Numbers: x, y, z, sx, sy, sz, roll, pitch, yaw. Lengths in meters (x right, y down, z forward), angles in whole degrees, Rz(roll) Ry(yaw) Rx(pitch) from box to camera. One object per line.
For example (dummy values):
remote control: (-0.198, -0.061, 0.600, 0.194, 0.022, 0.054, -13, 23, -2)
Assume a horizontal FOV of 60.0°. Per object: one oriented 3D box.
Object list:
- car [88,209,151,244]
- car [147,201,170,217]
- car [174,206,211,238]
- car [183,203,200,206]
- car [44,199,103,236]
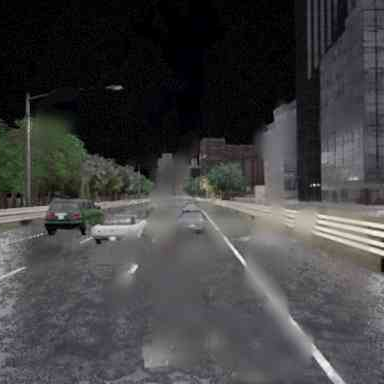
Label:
car: (-3.462, 1.771, 16.735, 1.895, 1.301, 4.718, 0, 0, 0)
car: (-3.555, 1.699, 35.584, 2.097, 1.767, 4.553, 0, -1, 0)
car: (0.023, 1.722, 18.816, 1.994, 1.385, 4.181, 0, -1, 0)
car: (-0.061, 1.890, 36.309, 1.994, 1.385, 4.181, 0, -1, 0)
car: (-6.996, 1.452, 20.348, 2.150, 2.045, 5.566, 0, -1, -1)
